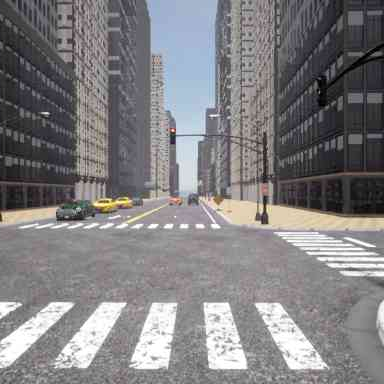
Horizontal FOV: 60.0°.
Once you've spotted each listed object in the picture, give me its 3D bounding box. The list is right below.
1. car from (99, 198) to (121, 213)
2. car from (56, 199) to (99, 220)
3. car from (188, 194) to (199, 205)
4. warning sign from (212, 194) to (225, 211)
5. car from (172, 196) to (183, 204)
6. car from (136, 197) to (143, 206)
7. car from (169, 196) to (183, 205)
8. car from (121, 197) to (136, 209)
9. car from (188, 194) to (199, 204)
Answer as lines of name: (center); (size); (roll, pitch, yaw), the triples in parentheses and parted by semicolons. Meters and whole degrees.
car: (-9.745, 1.516, 37.395); (1.882, 1.535, 5.008); (0, 0, 0)
car: (-9.769, 1.374, 28.208); (2.097, 1.767, 4.553); (0, 0, 0)
car: (0.272, 1.606, 60.127); (1.837, 1.490, 4.892); (0, 0, 0)
warning sign: (2.960, 1.154, 37.471); (1.300, 1.860, 1.060); (0, 0, 0)
car: (-2.978, 1.633, 70.104); (2.128, 1.511, 4.902); (0, 0, 0)
car: (-9.641, 1.640, 57.725); (2.033, 1.411, 5.357); (0, 0, 1)
car: (-2.978, 1.452, 59.916); (2.097, 1.767, 4.553); (0, 0, 0)
car: (-9.712, 1.538, 47.077); (1.882, 1.535, 5.008); (0, 0, 0)
car: (0.274, 1.361, 70.335); (2.150, 2.045, 5.566); (0, 0, 0)
